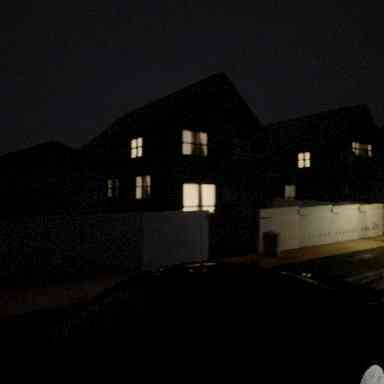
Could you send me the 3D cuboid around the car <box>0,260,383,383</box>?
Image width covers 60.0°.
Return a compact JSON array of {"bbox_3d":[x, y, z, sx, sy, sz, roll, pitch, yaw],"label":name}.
[{"bbox_3d":[-0.022,1.486,3.055,5.008,1.535,1.882,1,0,-35],"label":"car"}]
